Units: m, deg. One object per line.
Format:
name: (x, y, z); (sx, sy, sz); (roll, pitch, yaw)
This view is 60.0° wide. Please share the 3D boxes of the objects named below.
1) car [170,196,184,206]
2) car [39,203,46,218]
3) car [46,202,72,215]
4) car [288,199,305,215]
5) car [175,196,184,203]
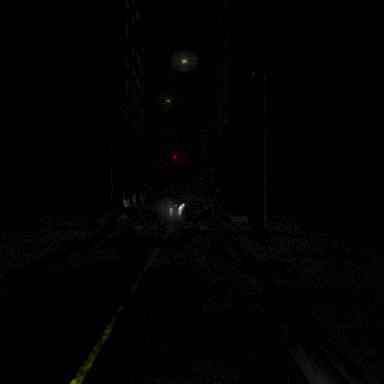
car: (-2.726, 1.625, 57.285); (1.837, 1.490, 4.892); (0, 0, 1)
car: (-14.351, 1.616, 25.910); (4.829, 1.417, 1.752); (0, 0, 0)
car: (-14.490, 1.638, 33.936); (4.313, 1.339, 1.947); (0, 0, 0)
car: (12.393, 1.364, 33.862); (5.009, 1.841, 2.192); (0, 0, 0)
car: (-2.657, 1.666, 72.596); (1.812, 1.442, 4.674); (0, 0, 0)
